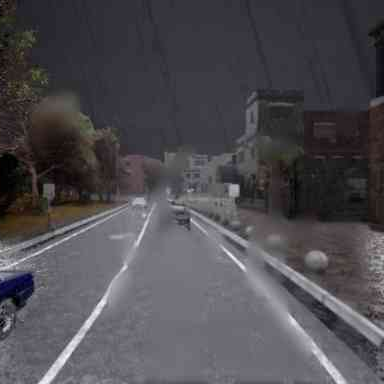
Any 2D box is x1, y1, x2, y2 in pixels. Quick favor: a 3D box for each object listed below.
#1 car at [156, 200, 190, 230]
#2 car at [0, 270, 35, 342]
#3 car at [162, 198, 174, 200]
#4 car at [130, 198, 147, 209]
[{"bbox_3d":[-1.155,1.504,21.121,1.837,1.490,4.892,0,0,-5],"label":"car"},{"bbox_3d":[-3.720,1.596,3.690,1.895,1.301,4.718,0,0,0],"label":"car"},{"bbox_3d":[-2.893,1.478,39.834,1.882,1.535,5.008,0,0,-5],"label":"car"},{"bbox_3d":[-7.097,1.523,45.025,1.812,1.442,4.674,0,0,-5],"label":"car"}]
